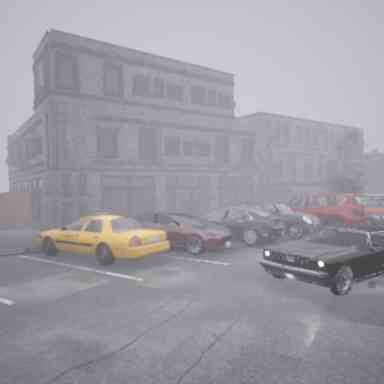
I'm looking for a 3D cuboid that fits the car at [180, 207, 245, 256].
[{"bbox_3d":[-0.683,1.466,13.060,4.792,1.488,2.163,-1,-1,35],"label":"car"}]

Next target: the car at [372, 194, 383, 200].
[{"bbox_3d":[11.259,1.225,21.574,4.553,1.767,2.185,-1,0,35],"label":"car"}]

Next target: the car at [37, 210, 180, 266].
[{"bbox_3d":[-3.251,1.456,11.484,5.366,1.575,1.946,-1,0,35],"label":"car"}]

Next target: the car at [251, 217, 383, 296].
[{"bbox_3d":[3.975,1.544,8.665,4.718,1.301,1.895,0,0,-35],"label":"car"}]

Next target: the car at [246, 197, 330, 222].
[{"bbox_3d":[4.047,1.273,16.513,4.553,1.767,2.185,-1,-1,35],"label":"car"}]

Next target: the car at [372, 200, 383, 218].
[{"bbox_3d":[8.850,1.406,19.894,4.674,1.452,2.002,-1,-1,35],"label":"car"}]

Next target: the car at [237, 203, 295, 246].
[{"bbox_3d":[1.686,1.418,14.778,4.892,1.521,2.231,-1,0,35],"label":"car"}]

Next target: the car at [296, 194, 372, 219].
[{"bbox_3d":[6.431,1.131,18.204,5.566,2.045,2.435,-1,0,35],"label":"car"}]
